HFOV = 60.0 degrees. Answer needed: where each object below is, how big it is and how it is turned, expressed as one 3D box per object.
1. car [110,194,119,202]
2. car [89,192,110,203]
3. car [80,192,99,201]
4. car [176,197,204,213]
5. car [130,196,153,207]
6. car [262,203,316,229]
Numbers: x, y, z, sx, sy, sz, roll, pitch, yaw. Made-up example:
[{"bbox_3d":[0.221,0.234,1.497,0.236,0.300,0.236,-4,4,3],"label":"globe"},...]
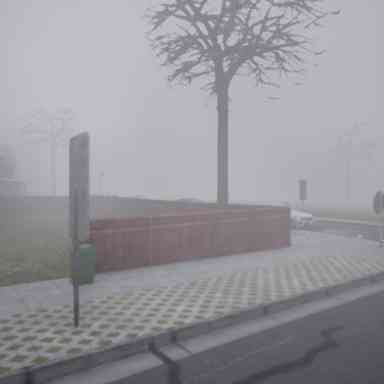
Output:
[{"bbox_3d":[-12.442,0.959,51.264,1.994,1.385,4.181,0,1,-35],"label":"car"},{"bbox_3d":[-14.268,1.000,48.932,1.895,1.301,4.718,0,1,-36],"label":"car"},{"bbox_3d":[-18.334,0.737,59.410,1.837,1.490,4.892,0,1,-36],"label":"car"},{"bbox_3d":[0.084,1.264,28.969,1.882,1.535,5.008,0,1,-36],"label":"car"},{"bbox_3d":[-5.925,1.151,37.277,1.812,1.442,4.674,0,1,-36],"label":"car"},{"bbox_3d":[5.600,1.458,21.354,1.812,1.442,4.674,0,1,-36],"label":"car"}]
